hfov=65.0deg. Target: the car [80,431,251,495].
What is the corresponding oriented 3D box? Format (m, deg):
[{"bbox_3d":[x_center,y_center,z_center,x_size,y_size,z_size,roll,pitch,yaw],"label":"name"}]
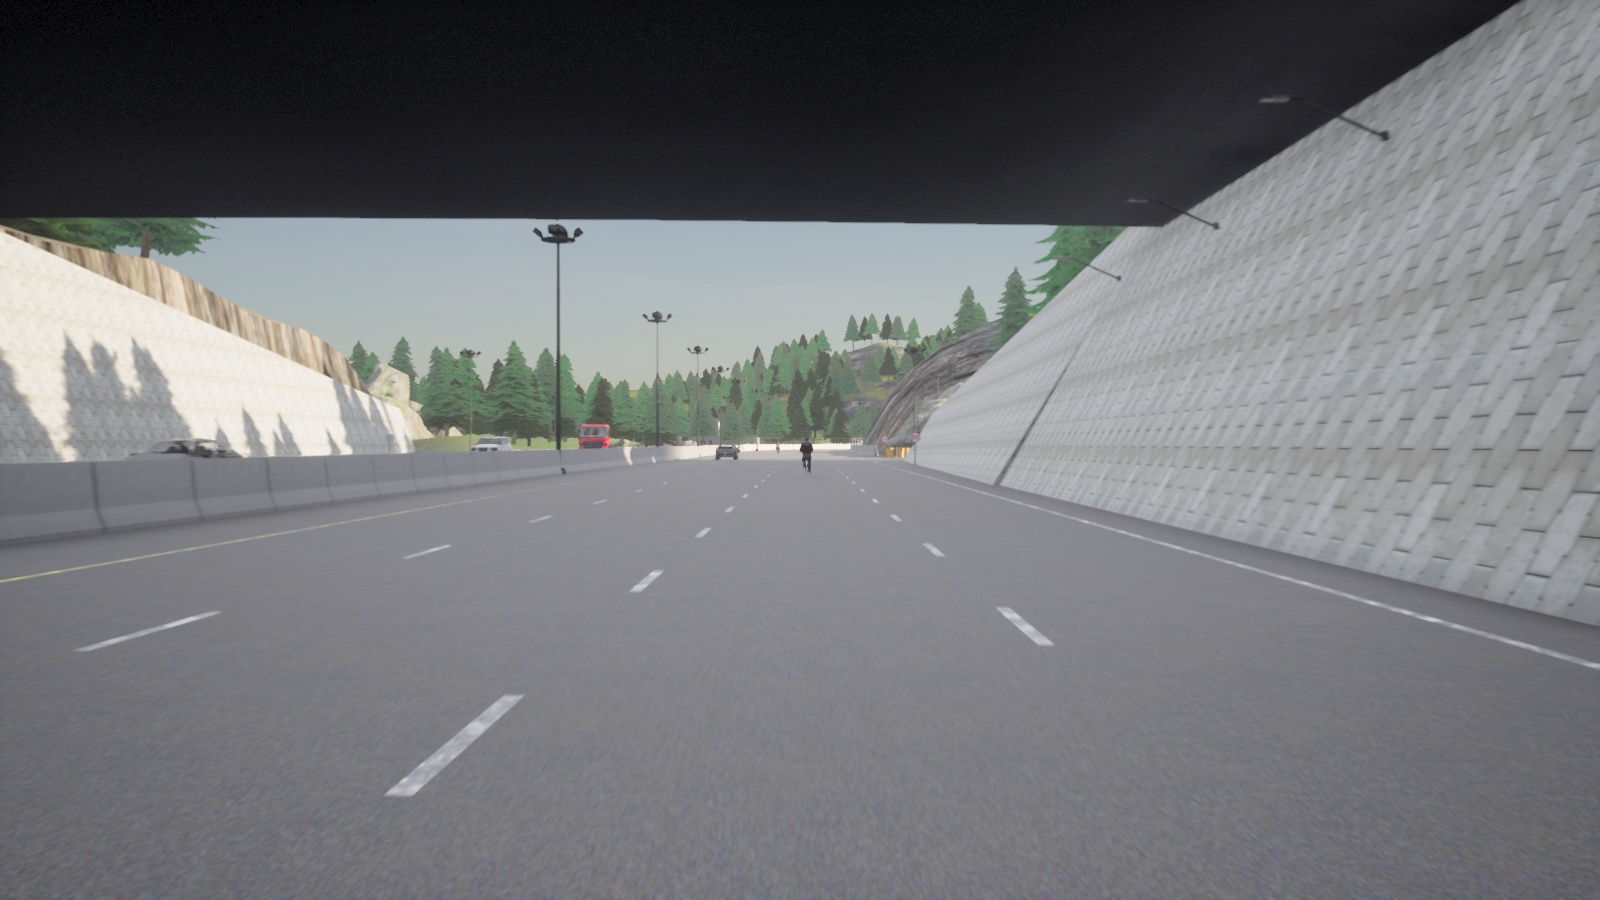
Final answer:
[{"bbox_3d":[-17.302,0.318,34.599,2.152,1.651,5.027,0,0,0],"label":"car"}]
